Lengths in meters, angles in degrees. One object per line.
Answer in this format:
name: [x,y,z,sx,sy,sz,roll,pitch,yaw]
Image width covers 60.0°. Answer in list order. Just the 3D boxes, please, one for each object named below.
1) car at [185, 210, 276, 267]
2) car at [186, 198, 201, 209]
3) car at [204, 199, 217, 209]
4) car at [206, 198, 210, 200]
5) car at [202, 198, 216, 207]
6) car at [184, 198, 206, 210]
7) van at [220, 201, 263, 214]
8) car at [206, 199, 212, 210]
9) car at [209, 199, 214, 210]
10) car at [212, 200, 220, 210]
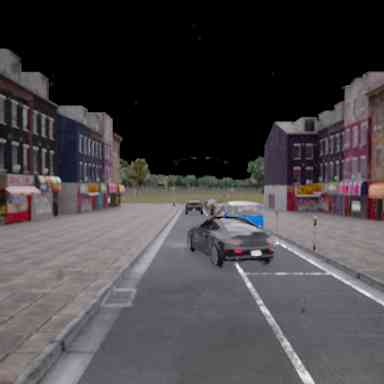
car: [1.194,1.569,11.599,1.812,1.442,4.674,0,0,-16]
car: [0.286,1.683,49.936,2.128,1.511,4.902,0,0,0]
car: [2.818,1.778,50.921,1.802,1.307,4.206,-1,0,0]
car: [2.796,1.700,45.558,1.752,1.417,4.829,-1,0,0]
car: [2.839,1.769,56.453,2.008,1.369,4.403,-1,0,0]
car: [0.238,1.640,36.870,1.837,1.490,4.892,0,-2,0]
van: [2.684,1.408,17.727,1.690,1.788,3.998,-1,0,0]
car: [2.753,1.697,34.324,1.947,1.339,4.313,-1,0,0]
car: [2.732,1.635,28.962,1.752,1.417,4.829,-1,0,0]
car: [2.707,1.528,23.260,1.967,1.590,4.097,-1,0,0]
